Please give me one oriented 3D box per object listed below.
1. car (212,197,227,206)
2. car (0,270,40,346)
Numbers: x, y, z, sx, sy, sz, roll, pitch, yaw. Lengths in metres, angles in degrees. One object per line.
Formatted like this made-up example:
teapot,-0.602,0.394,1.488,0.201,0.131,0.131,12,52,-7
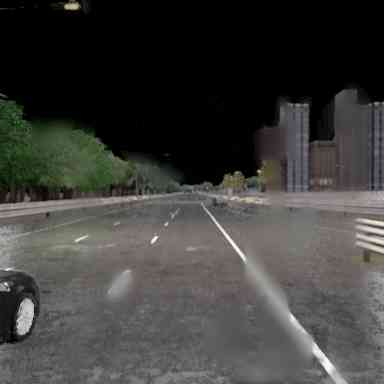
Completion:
car,4.403,1.530,54.020,2.033,1.411,5.357,0,0,-5
car,-3.401,1.495,3.517,1.837,1.490,4.892,0,0,0
